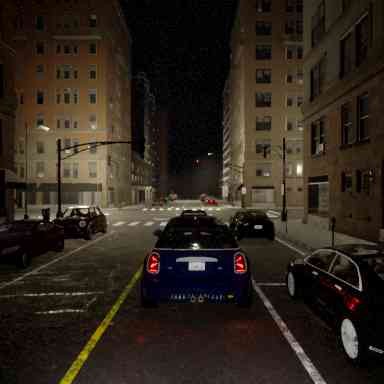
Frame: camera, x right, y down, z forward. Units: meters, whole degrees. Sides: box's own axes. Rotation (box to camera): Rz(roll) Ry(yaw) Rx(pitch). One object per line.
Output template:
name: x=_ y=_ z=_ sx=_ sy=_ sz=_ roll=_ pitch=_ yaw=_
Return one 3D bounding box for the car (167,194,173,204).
car: x=-5.431 y=1.607 z=64.545 sx=2.008 sy=1.369 sz=4.403 roll=0 pitch=0 yaw=0

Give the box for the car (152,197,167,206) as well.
car: x=-5.482 y=1.618 z=53.729 sx=1.802 sy=1.307 sz=4.206 roll=0 pitch=0 yaw=0

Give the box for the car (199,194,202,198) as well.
car: x=3.143 y=1.525 z=75.327 sx=1.967 sy=1.590 sz=4.097 roll=0 pitch=0 yaw=0

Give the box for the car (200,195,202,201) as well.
car: x=3.094 y=1.607 z=64.509 sx=2.008 sy=1.369 sz=4.403 roll=0 pitch=0 yaw=0

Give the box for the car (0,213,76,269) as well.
car: x=-5.640 y=1.582 z=11.125 sx=1.802 sy=1.307 sz=4.206 roll=0 pitch=0 yaw=0

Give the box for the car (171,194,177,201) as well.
car: x=-5.356 y=1.626 z=80.601 sx=1.752 sy=1.417 sz=4.829 roll=0 pitch=0 yaw=0

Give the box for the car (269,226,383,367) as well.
car: x=2.870 y=1.551 z=5.599 sx=2.008 sy=1.369 sz=4.403 roll=0 pitch=0 yaw=0

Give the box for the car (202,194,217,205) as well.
car: x=3.042 y=1.476 z=53.691 sx=1.967 sy=1.590 sz=4.097 roll=0 pitch=0 yaw=0

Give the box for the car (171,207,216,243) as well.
car: x=0.091 y=1.565 z=16.673 sx=1.994 sy=1.385 sz=4.181 roll=0 pitch=0 yaw=1

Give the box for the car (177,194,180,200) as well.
car: x=-5.306 y=1.457 z=91.589 sx=2.192 sy=1.841 sz=5.009 roll=0 pitch=0 yaw=0

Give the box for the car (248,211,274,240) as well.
car: x=2.902 y=1.567 z=16.601 sx=1.947 sy=1.339 sz=4.313 roll=0 pitch=0 yaw=0

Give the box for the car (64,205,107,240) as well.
car: x=-5.624 y=1.441 z=16.626 sx=1.967 sy=1.590 sz=4.097 roll=0 pitch=0 yaw=0

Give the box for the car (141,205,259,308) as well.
car: x=0.101 y=1.352 z=8.090 sx=2.097 sy=1.767 sz=4.553 roll=0 pitch=0 yaw=0
